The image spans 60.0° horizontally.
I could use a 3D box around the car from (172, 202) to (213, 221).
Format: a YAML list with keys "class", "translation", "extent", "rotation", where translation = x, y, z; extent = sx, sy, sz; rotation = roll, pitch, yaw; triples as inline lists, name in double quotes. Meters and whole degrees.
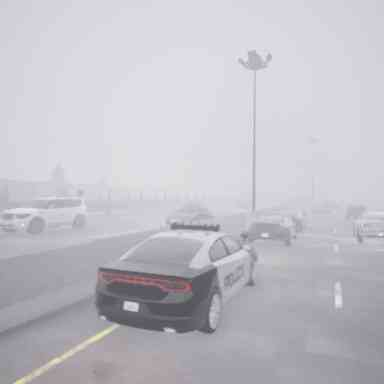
- class: "car"
  translation: [0.178, 1.744, 31.474]
  extent: [2.128, 1.511, 4.902]
  rotation: [0, 0, 23]

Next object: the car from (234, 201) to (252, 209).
- class: "car"
  translation: [9.062, 2.148, 57.035]
  extent: [1.895, 1.301, 4.718]
  rotation: [0, -1, 33]

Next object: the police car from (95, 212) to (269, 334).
- class: "police car"
  translation: [0.138, 1.483, 7.206]
  extent: [1.930, 1.638, 5.238]
  rotation: [0, 0, 23]

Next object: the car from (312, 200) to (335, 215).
- class: "car"
  translation: [16.087, 2.061, 40.960]
  extent: [1.895, 1.301, 4.718]
  rotation: [0, 0, 28]

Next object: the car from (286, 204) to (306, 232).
- class: "car"
  translation: [6.399, 1.753, 21.809]
  extent: [1.812, 1.442, 4.674]
  rotation: [0, 0, 23]

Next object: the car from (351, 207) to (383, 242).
- class: "car"
  translation: [9.518, 1.744, 17.283]
  extent: [1.812, 1.442, 4.674]
  rotation: [0, -1, 23]

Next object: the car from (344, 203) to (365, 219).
- class: "car"
  translation: [16.265, 1.906, 32.969]
  extent: [1.837, 1.490, 4.892]
  rotation: [0, 0, 23]

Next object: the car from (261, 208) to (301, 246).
- class: "car"
  translation: [4.035, 1.689, 16.294]
  extent: [1.812, 1.442, 4.674]
  rotation: [0, 0, 23]

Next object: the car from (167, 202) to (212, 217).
- class: "car"
  translation: [-0.057, 1.668, 22.094]
  extent: [2.128, 1.511, 4.902]
  rotation: [0, -1, 23]

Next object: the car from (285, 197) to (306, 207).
- class: "car"
  translation: [20.871, 1.949, 67.001]
  extent: [2.150, 2.045, 5.566]
  rotation: [0, -1, 40]

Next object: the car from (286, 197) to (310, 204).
- class: "car"
  translation: [19.372, 1.861, 59.584]
  extent: [2.150, 2.045, 5.566]
  rotation: [0, 0, 37]

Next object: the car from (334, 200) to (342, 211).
- class: "car"
  translation: [21.133, 1.920, 50.059]
  extent: [2.097, 1.767, 4.553]
  rotation: [0, -1, 34]

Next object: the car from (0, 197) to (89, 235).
- class: "car"
  translation: [-8.610, 1.310, 19.915]
  extent: [2.150, 2.045, 5.566]
  rotation: [0, -1, 23]
